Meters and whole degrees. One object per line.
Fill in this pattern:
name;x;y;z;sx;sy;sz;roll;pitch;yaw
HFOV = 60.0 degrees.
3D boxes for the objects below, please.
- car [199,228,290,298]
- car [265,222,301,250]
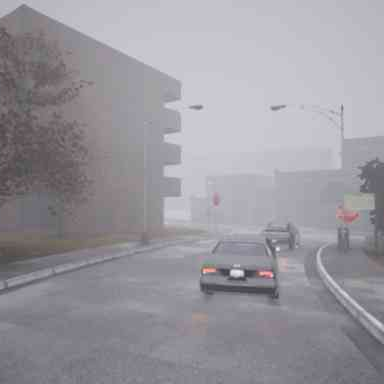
car;1.513;1.928;9.506;2.033;1.411;5.357;0;-4;13
car;5.492;2.605;20.417;2.128;1.511;4.902;0;-4;24
